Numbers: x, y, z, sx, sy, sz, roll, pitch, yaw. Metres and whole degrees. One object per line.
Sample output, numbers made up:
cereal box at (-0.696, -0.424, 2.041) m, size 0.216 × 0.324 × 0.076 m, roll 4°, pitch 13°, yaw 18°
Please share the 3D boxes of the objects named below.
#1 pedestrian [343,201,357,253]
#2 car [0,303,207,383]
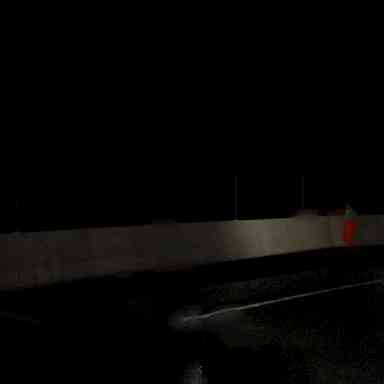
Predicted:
pedestrian at (5.457, 1.141, 11.514) m, size 0.375 × 1.860 × 0.375 m, roll 0°, pitch 0°, yaw -23°
car at (-2.124, 1.478, 2.120) m, size 5.008 × 1.535 × 1.882 m, roll 0°, pitch 0°, yaw -37°
